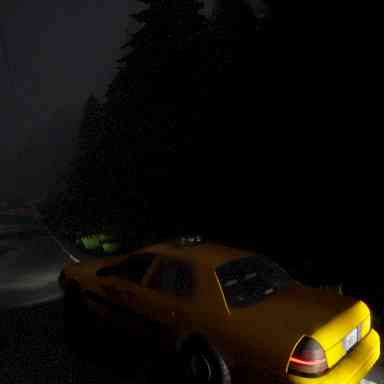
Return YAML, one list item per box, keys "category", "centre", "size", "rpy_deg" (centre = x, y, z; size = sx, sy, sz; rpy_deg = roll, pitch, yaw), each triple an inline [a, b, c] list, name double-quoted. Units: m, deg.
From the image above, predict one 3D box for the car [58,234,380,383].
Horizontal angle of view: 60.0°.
- category: "car"
  centre: [-0.245, 1.417, 5.102]
  size: [5.366, 1.575, 1.801]
  rpy_deg: [1, 1, 45]

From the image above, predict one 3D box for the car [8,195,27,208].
- category: "car"
  centre: [-21.028, 1.057, 40.134]
  size: [2.128, 1.511, 4.902]
  rpy_deg: [-2, 2, -26]
